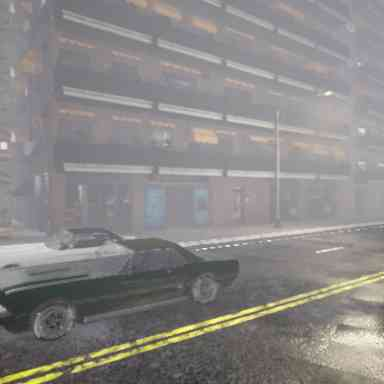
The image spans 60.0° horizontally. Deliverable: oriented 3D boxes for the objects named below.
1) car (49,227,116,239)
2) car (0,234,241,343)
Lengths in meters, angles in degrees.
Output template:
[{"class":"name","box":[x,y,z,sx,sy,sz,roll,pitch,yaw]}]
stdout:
[{"class":"car","box":[-3.366,1.684,9.231,4.718,1.301,1.895,0,-1,-35]},{"class":"car","box":[-1.355,1.659,6.671,4.718,1.301,1.895,0,-1,-35]}]
